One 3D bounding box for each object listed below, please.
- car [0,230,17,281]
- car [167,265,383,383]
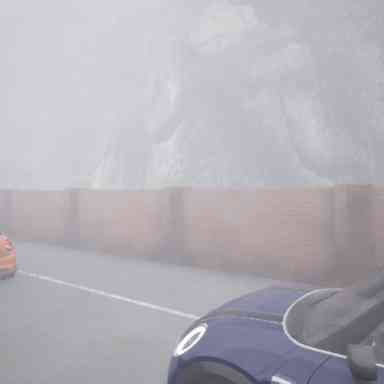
[{"bbox_3d":[-6.630,1.384,8.721,4.553,1.767,2.097,0,0,36],"label":"car"},{"bbox_3d":[1.972,1.351,2.611,4.553,1.767,2.097,0,0,35],"label":"car"}]
